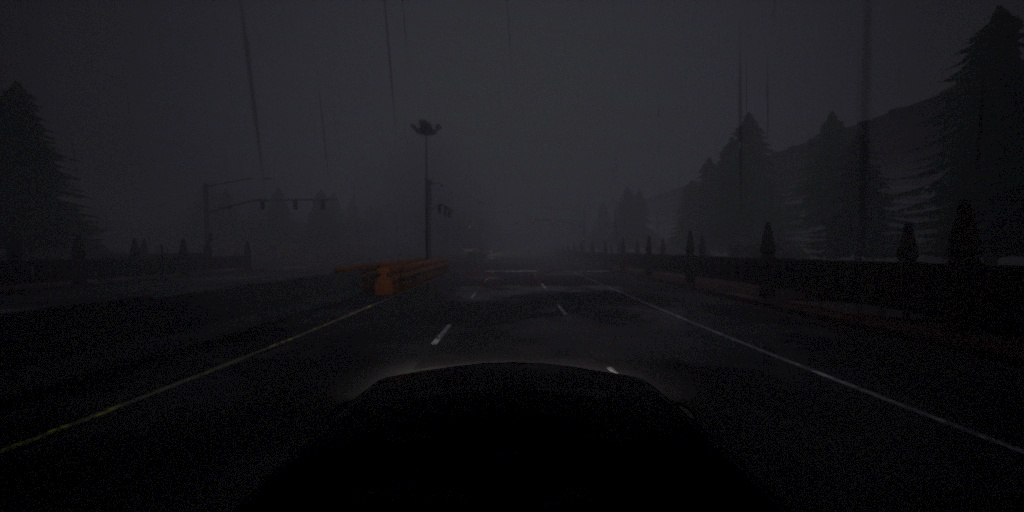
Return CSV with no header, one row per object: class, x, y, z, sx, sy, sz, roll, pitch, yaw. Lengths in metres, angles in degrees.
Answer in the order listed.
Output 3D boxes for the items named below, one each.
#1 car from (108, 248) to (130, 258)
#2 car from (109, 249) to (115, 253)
car,-47.895,-0.155,43.336,4.553,1.767,2.097,0,1,0
car,-47.836,0.174,39.844,4.718,1.301,1.895,0,1,0
